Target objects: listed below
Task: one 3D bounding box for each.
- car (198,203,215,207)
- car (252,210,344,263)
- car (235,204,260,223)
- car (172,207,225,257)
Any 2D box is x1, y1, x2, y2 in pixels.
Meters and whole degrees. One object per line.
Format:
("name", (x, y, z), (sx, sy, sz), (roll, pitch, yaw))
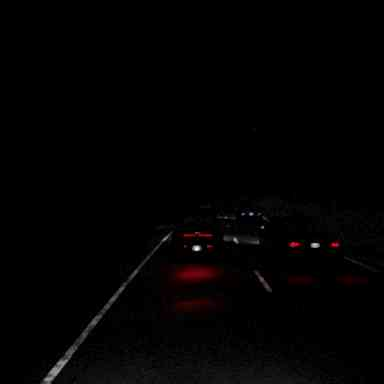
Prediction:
("car", (1.224, 1.677, 28.649), (1.812, 1.442, 4.674), (0, 0, 6))
("car", (3.716, 1.625, 12.267), (2.033, 1.411, 5.357), (0, 0, 2))
("car", (4.577, 1.685, 27.014), (2.033, 1.411, 5.357), (0, 0, 5))
("car", (0.274, 1.600, 13.388), (1.837, 1.490, 4.892), (0, 0, 3))
